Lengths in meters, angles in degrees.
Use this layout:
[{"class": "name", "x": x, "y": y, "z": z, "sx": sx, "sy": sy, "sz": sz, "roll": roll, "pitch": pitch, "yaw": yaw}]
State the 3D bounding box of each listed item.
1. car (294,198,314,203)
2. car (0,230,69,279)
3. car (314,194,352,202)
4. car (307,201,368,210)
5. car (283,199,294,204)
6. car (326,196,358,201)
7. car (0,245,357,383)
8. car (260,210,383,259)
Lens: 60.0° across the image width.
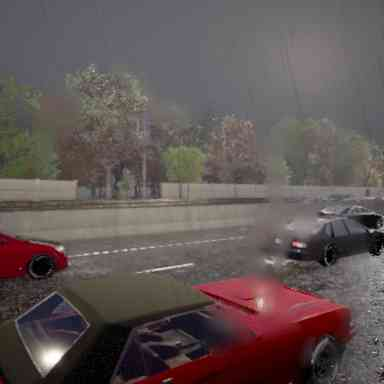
[{"class": "car", "x": 16.586, "y": 1.553, "z": 45.894, "sx": 4.181, "sy": 1.385, "sz": 1.994, "roll": 0, "pitch": 0, "yaw": -35}, {"class": "car", "x": -5.394, "y": 1.562, "z": 8.497, "sx": 4.181, "sy": 1.385, "sz": 1.994, "roll": 0, "pitch": 0, "yaw": -36}, {"class": "car", "x": 18.813, "y": 1.213, "z": 43.183, "sx": 5.566, "sy": 2.045, "sz": 2.150, "roll": 1, "pitch": 0, "yaw": -35}, {"class": "car", "x": 8.867, "y": 1.477, "z": 18.676, "sx": 4.902, "sy": 1.511, "sz": 2.128, "roll": 0, "pitch": 0, "yaw": -36}, {"class": "car", "x": 15.771, "y": 1.590, "z": 49.605, "sx": 4.718, "sy": 1.301, "sz": 1.895, "roll": 0, "pitch": 0, "yaw": -35}, {"class": "car", "x": 17.877, "y": 1.512, "z": 38.236, "sx": 4.674, "sy": 1.442, "sz": 1.812, "roll": 0, "pitch": 0, "yaw": -35}, {"class": "car", "x": -0.281, "y": 1.599, "z": 3.543, "sx": 4.718, "sy": 1.301, "sz": 1.895, "roll": 0, "pitch": 0, "yaw": -36}, {"class": "car", "x": 4.675, "y": 1.538, "z": 11.384, "sx": 5.357, "sy": 1.411, "sz": 2.033, "roll": 0, "pitch": 0, "yaw": -35}]
